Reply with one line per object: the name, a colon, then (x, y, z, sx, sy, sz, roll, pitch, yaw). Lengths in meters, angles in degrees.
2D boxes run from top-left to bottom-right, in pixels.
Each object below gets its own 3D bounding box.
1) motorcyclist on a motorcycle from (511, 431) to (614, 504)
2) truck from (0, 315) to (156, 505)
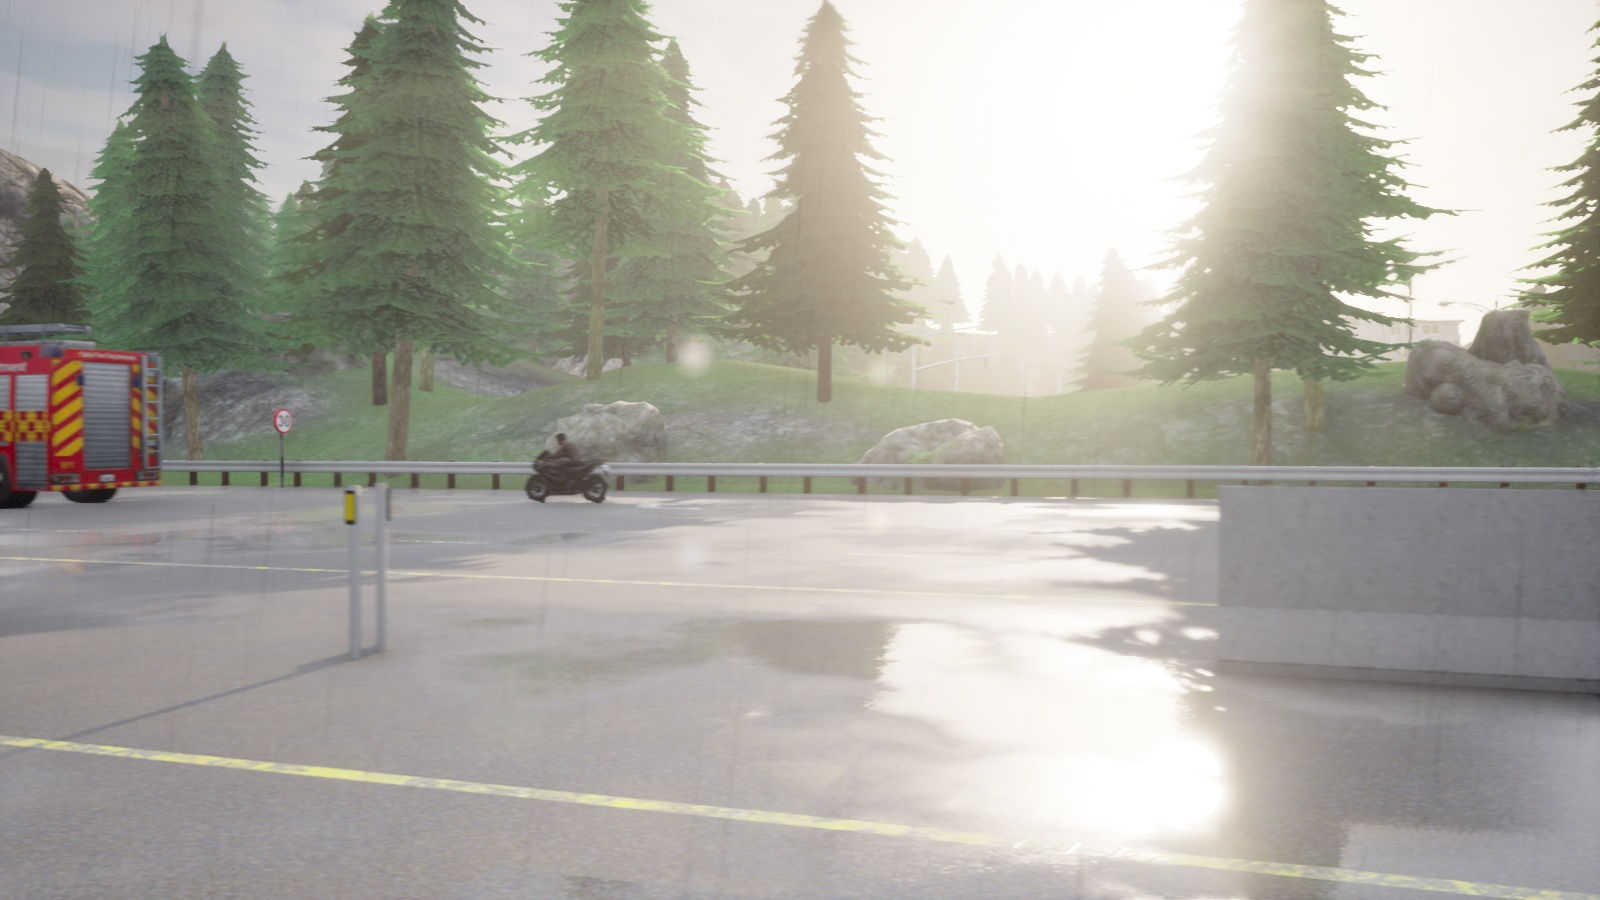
motorcyclist on a motorcycle: (-5.115, 0.356, 27.070, 2.044, 1.523, 0.797, 1, 1, 19)
truck: (-18.833, -0.857, 27.977, 8.468, 3.827, 2.891, 1, 1, 19)
